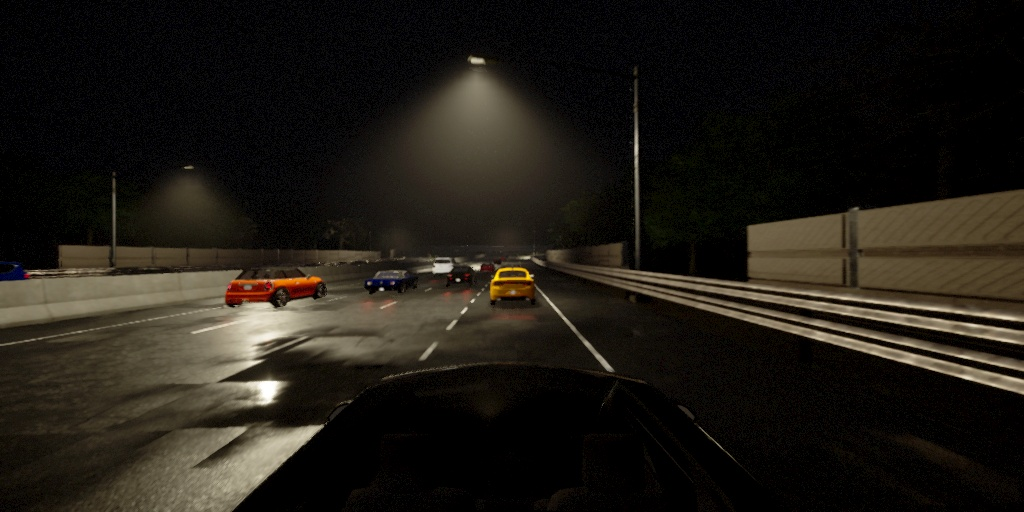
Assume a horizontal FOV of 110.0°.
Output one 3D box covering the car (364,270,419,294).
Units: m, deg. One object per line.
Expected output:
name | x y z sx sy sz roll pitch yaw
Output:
car | -6.983 1.510 21.416 1.895 1.301 4.718 -1 0 0

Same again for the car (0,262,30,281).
car | -28.176 1.314 17.793 2.150 2.045 5.566 -1 0 0

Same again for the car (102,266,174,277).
car | -21.180 1.388 19.928 2.097 1.767 4.553 -1 0 0

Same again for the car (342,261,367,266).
car | -24.562 1.576 57.207 2.097 1.767 4.553 -1 0 1

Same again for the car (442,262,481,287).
car | -3.593 1.424 26.124 1.812 1.442 4.674 -1 0 0

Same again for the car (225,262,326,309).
car | -10.471 1.271 16.327 2.097 1.767 4.553 -1 0 0

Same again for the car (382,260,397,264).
car | -21.027 1.541 61.528 2.097 1.767 4.553 -1 0 1

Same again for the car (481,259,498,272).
car | -3.555 1.581 52.676 1.994 1.385 4.181 -1 0 0

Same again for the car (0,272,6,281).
car | -24.662 1.570 14.406 1.812 1.442 4.674 -1 0 0

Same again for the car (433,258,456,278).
car | -6.993 1.208 38.535 2.150 2.045 5.566 -1 0 0

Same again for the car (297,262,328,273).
car | -31.551 1.788 56.976 2.128 1.511 4.902 -1 0 1

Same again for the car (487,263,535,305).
car | 0.031 1.299 16.755 1.882 1.535 5.008 -1 0 0
